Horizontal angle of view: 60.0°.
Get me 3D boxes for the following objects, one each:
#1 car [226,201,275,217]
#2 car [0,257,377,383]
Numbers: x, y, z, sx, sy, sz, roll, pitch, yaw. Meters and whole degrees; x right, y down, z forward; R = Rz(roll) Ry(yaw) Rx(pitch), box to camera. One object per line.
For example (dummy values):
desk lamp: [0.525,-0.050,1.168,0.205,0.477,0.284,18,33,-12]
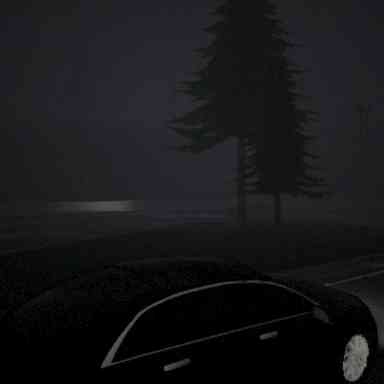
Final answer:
car: [5.712,1.628,32.077,4.902,1.511,2.128,0,-1,5]
car: [0.159,1.516,3.703,4.892,1.490,1.837,1,0,-35]
